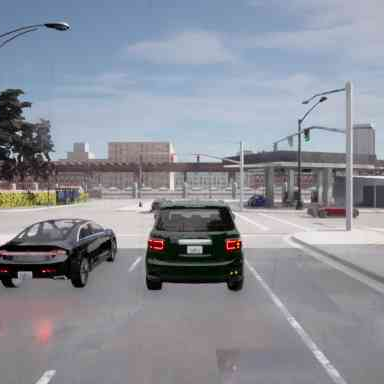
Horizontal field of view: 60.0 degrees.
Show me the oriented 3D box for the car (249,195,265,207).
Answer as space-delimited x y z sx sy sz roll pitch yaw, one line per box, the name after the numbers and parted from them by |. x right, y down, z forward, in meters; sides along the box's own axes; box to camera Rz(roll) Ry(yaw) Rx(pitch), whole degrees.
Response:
9.654 1.295 49.373 2.242 1.667 4.611 0 0 0 | car

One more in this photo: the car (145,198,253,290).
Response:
0.074 1.221 9.190 2.150 2.045 5.566 0 0 0 | car

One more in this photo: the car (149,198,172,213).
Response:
-3.547 1.505 38.434 1.837 1.490 4.892 1 0 4 | car

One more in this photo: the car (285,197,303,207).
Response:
15.398 1.456 50.142 1.970 1.475 3.806 0 0 0 | car

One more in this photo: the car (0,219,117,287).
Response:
-3.430 1.492 9.274 2.128 1.511 4.902 0 0 0 | car

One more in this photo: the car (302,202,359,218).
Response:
12.357 1.564 29.245 4.181 1.385 1.994 0 0 -1 | car
